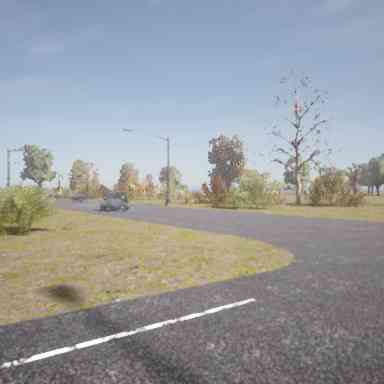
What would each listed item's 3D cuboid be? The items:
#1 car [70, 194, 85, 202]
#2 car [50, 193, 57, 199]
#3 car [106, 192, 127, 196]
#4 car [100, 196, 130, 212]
[{"bbox_3d":[-23.065,1.158,67.169,1.837,1.490,4.892,0,0,-37],"label":"car"},{"bbox_3d":[-35.430,0.997,83.530,1.882,1.535,5.008,0,0,-37],"label":"car"},{"bbox_3d":[-12.139,0.980,52.715,2.150,2.045,5.566,0,0,-37],"label":"car"},{"bbox_3d":[-8.473,1.413,36.259,1.994,1.385,4.181,0,0,-37],"label":"car"}]
